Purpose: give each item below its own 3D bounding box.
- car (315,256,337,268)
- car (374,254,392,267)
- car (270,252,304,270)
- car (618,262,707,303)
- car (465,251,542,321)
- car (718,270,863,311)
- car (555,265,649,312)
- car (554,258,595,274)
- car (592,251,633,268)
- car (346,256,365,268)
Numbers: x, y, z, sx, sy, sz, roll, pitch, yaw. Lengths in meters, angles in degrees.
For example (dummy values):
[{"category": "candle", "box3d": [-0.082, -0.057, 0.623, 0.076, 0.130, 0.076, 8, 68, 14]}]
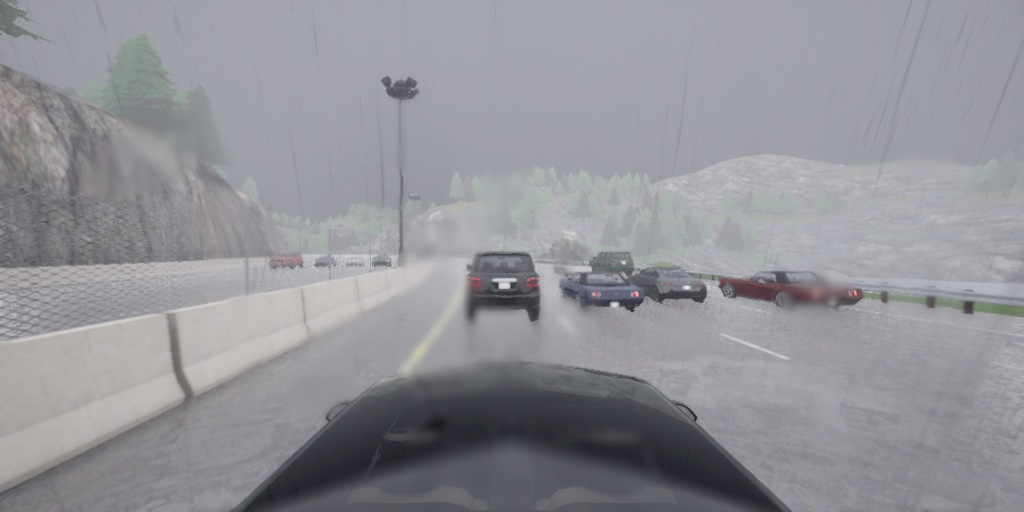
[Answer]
[{"category": "car", "box3d": [-23.995, 0.743, 46.344, 1.837, 1.490, 4.892, 0, 0, -16]}, {"category": "car", "box3d": [-17.097, 0.563, 47.618, 2.097, 1.767, 4.553, 0, 1, -16]}, {"category": "car", "box3d": [-26.600, 0.507, 42.641, 2.150, 2.045, 5.566, 0, 1, -15]}, {"category": "car", "box3d": [6.431, 1.136, 15.493, 1.994, 1.385, 4.181, 0, 1, -4]}, {"category": "car", "box3d": [-0.338, 0.845, 12.009, 2.150, 2.045, 5.566, 0, 1, -3]}, {"category": "car", "box3d": [10.080, 1.191, 13.611, 1.895, 1.301, 4.718, 0, 1, -3]}, {"category": "car", "box3d": [3.085, 1.204, 13.392, 1.895, 1.301, 4.718, 0, 1, -3]}, {"category": "car", "box3d": [4.847, 1.005, 29.421, 1.895, 1.301, 4.718, 0, 1, -8]}, {"category": "car", "box3d": [8.254, 0.611, 30.321, 2.150, 2.045, 5.566, 0, 1, -8]}, {"category": "car", "box3d": [-20.647, 0.745, 47.368, 1.812, 1.442, 4.674, 0, 1, -16]}]
